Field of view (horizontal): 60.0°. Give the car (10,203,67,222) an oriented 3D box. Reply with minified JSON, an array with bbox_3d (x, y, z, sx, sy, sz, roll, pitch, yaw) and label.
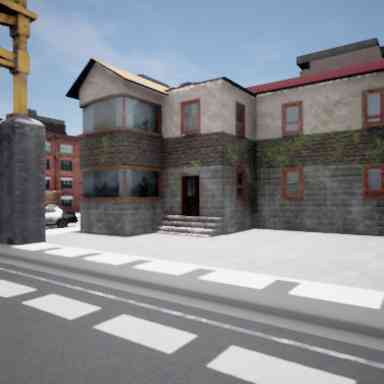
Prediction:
[{"bbox_3d":[-11.447,1.480,25.193,1.853,1.218,4.536,0,0,5],"label":"car"}]

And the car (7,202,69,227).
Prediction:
[{"bbox_3d":[-11.451,1.637,25.140,2.038,1.542,4.974,0,0,5],"label":"car"}]

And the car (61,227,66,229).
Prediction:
[{"bbox_3d":[-10.132,1.613,21.650,4.974,1.542,2.038,0,0,-25],"label":"car"}]

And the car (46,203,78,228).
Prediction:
[{"bbox_3d":[-10.086,1.455,21.673,4.536,1.218,1.853,0,0,-25],"label":"car"}]
